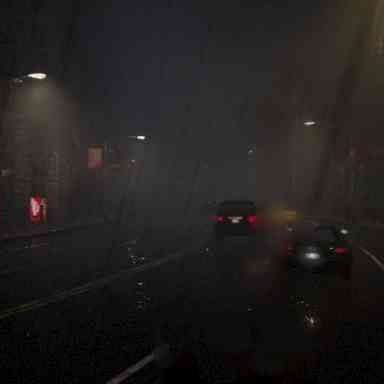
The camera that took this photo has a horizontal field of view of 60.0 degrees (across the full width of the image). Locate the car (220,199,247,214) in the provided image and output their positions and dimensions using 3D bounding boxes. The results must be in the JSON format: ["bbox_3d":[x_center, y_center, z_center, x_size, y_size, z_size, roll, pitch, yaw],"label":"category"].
[{"bbox_3d":[5.374,1.853,43.664,2.097,1.767,4.553,0,-1,-12],"label":"car"}]

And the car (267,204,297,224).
[{"bbox_3d":[7.260,1.755,27.467,1.801,1.575,5.366,0,-1,3],"label":"car"}]

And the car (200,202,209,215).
[{"bbox_3d":[2.325,1.967,41.423,1.882,1.535,5.008,0,-1,-12],"label":"car"}]

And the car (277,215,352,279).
[{"bbox_3d":[3.944,1.676,10.651,1.994,1.385,4.181,-1,-1,22],"label":"car"}]

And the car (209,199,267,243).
[{"bbox_3d":[2.604,1.422,17.553,2.150,2.045,5.566,0,-1,14],"label":"car"}]
